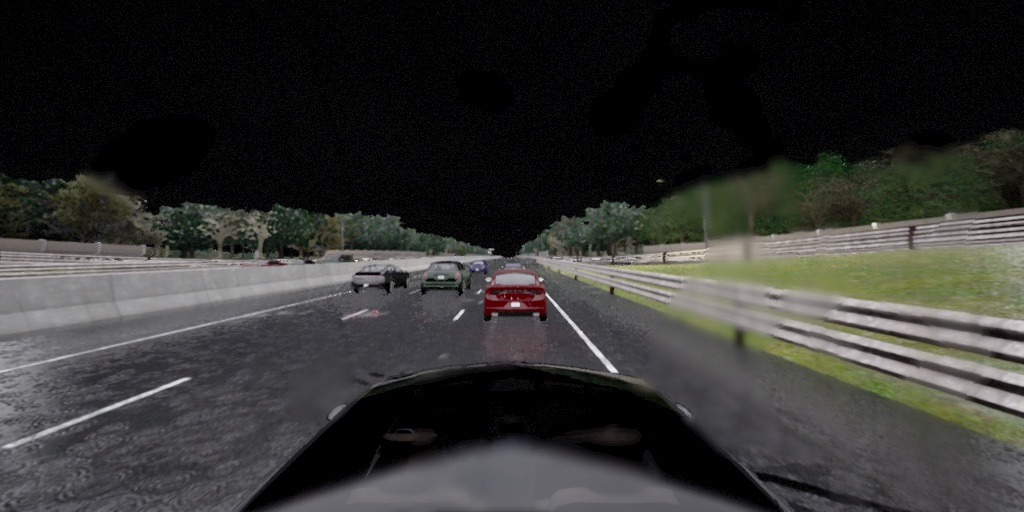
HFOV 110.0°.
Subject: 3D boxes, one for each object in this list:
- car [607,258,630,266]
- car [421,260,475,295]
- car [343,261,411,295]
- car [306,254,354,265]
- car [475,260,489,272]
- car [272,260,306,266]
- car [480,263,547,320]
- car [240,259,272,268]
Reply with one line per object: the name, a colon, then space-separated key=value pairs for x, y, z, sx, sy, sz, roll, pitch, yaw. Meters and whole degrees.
car: x=16.869 y=0.834 z=57.166 sx=1.994 sy=1.385 sz=4.181 roll=0 pitch=-1 yaw=-17
car: x=-3.403 y=1.035 z=19.345 sx=2.097 sy=1.767 sz=4.553 roll=0 pitch=0 yaw=0
car: x=-6.902 y=1.175 z=19.375 sx=2.128 sy=1.511 sz=4.902 roll=0 pitch=0 yaw=0
car: x=-17.600 y=0.835 z=35.628 sx=2.150 sy=2.045 sz=5.566 roll=0 pitch=0 yaw=0
car: x=-3.404 y=1.131 z=37.411 sx=1.812 sy=1.442 sz=4.674 roll=0 pitch=0 yaw=0
car: x=-21.097 y=1.119 z=35.681 sx=1.837 sy=1.490 sz=4.892 roll=0 pitch=0 yaw=0
car: x=0.099 y=1.188 z=12.443 sx=1.882 sy=1.535 sz=5.008 roll=0 pitch=0 yaw=0
car: x=-24.596 y=1.092 z=35.646 sx=1.882 sy=1.535 sz=5.008 roll=0 pitch=0 yaw=0
